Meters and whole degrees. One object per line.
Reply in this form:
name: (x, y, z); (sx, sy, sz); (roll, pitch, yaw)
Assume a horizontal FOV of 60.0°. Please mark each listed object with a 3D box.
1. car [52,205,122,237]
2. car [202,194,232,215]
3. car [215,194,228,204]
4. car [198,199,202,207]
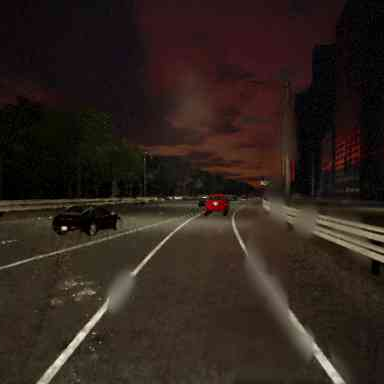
car: (-5.455, 1.466, 17.924); (1.837, 1.490, 4.892); (1, 0, 13)
car: (2.711, 1.311, 35.006); (2.150, 2.045, 5.566); (0, 0, 9)
car: (6.345, 1.468, 70.865); (2.150, 2.045, 5.566); (1, 0, 12)
car: (2.300, 1.690, 52.734); (2.033, 1.411, 5.357); (1, 0, 13)
